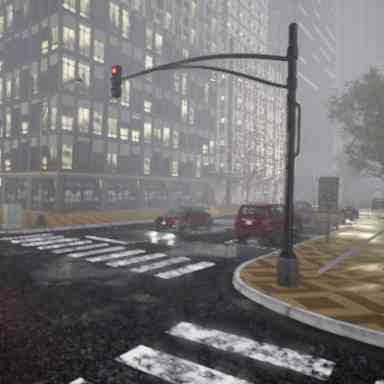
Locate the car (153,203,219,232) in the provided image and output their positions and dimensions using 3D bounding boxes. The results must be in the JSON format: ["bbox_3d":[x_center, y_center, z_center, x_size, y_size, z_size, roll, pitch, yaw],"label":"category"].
[{"bbox_3d":[-0.441,1.587,20.515,1.994,1.385,4.181,2,1,36],"label":"car"}]

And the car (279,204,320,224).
[{"bbox_3d":[9.158,1.770,28.113,1.994,1.385,4.181,2,1,37],"label":"car"}]

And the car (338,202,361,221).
[{"bbox_3d":[13.976,1.891,30.282,1.802,1.307,4.206,1,0,36],"label":"car"}]

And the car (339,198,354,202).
[{"bbox_3d":[30.705,2.025,66.988,1.802,1.307,4.206,1,0,36],"label":"car"}]

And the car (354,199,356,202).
[{"bbox_3d":[34.058,2.040,71.521,2.008,1.369,4.403,1,0,36],"label":"car"}]

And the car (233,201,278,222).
[{"bbox_3d":[5.547,1.618,28.604,1.837,1.490,4.892,2,1,36],"label":"car"}]

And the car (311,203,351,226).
[{"bbox_3d":[10.724,1.786,25.884,1.752,1.417,4.829,1,0,36],"label":"car"}]

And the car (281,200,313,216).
[{"bbox_3d":[11.786,1.683,37.019,1.882,1.535,5.008,2,1,36],"label":"car"}]

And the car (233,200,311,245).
[{"bbox_3d":[3.918,1.474,16.678,2.192,1.841,5.009,1,0,36],"label":"car"}]

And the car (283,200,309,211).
[{"bbox_3d":[13.942,1.771,44.325,1.947,1.339,4.313,1,0,36],"label":"car"}]

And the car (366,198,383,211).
[{"bbox_3d":[27.396,1.819,48.420,2.192,1.841,5.009,1,0,36],"label":"car"}]
